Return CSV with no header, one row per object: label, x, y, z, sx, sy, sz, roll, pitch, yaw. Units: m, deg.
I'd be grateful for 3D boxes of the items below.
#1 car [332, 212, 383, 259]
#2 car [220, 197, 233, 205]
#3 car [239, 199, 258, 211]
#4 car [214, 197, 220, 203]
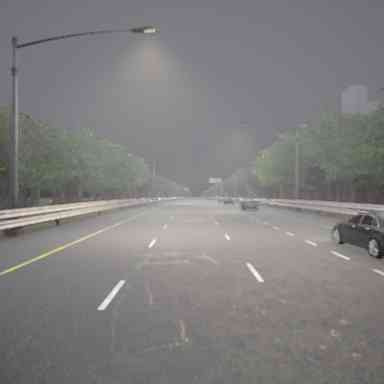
car,7.013,1.510,12.585,1.837,1.490,4.892,0,0,0
car,7.251,1.866,67.204,1.837,1.490,4.892,0,-1,0
car,7.102,1.591,42.236,2.128,1.511,4.902,0,0,0
car,7.392,2.107,84.258,2.128,1.511,4.902,0,-1,1
